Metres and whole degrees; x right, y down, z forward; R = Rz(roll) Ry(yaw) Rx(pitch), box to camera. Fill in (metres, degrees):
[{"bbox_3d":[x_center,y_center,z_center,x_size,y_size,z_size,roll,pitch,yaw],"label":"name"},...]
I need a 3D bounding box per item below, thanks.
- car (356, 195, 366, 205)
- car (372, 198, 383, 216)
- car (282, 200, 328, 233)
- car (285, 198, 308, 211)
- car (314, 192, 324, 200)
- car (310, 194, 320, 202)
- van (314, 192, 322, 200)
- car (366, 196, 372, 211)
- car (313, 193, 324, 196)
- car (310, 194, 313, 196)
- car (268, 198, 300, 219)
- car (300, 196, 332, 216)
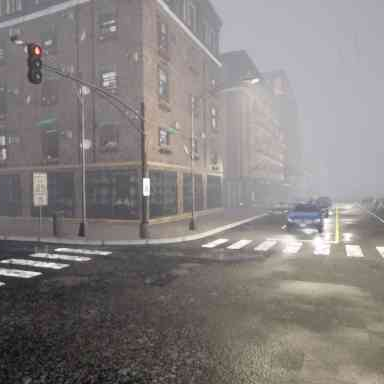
[{"bbox_3d":[26.528,1.269,50.355,2.008,1.369,4.403,-1,0,24],"label":"car"},{"bbox_3d":[17.415,1.385,29.469,1.802,1.307,4.206,-1,0,24],"label":"car"},{"bbox_3d":[6.592,1.430,19.118,1.812,1.442,4.674,0,0,24],"label":"car"},{"bbox_3d":[12.008,1.397,38.031,2.008,1.369,4.403,-1,0,24],"label":"car"},{"bbox_3d":[32.506,0.994,85.021,2.192,1.841,5.009,-1,0,24],"label":"car"},{"bbox_3d":[25.607,1.254,69.202,1.752,1.417,4.829,-1,0,24],"label":"car"},{"bbox_3d":[30.229,1.036,79.802,1.690,1.788,3.998,-1,0,24],"label":"van"},{"bbox_3d":[19.693,1.331,34.691,2.008,1.369,4.403,-1,0,24],"label":"car"},{"bbox_3d":[17.103,1.278,43.159,1.882,1.535,5.008,-1,0,24],"label":"car"},{"bbox_3d":[18.774,1.310,53.539,1.752,1.417,4.829,-1,0,24],"label":"car"},{"bbox_3d":[7.451,1.442,27.588,2.008,1.369,4.403,-1,0,24],"label":"car"},{"bbox_3d":[10.758,1.353,28.598,2.128,1.511,4.902,0,0,24],"label":"car"}]
